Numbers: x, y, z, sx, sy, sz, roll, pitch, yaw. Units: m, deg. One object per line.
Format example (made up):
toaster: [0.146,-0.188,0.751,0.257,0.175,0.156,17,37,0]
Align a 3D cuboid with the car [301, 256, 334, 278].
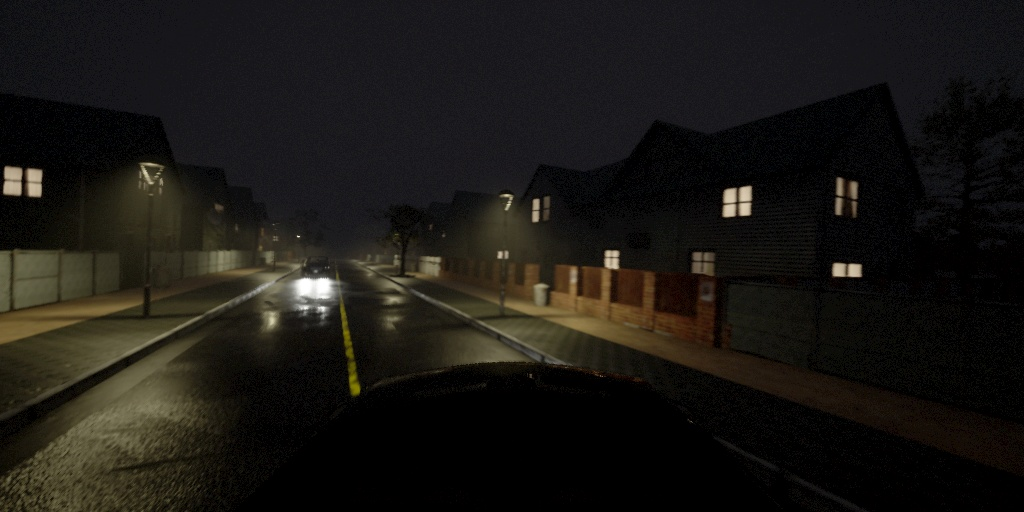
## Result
car: [-14.322,0.747,26.445,2.128,1.511,4.902,2,0,-26]
